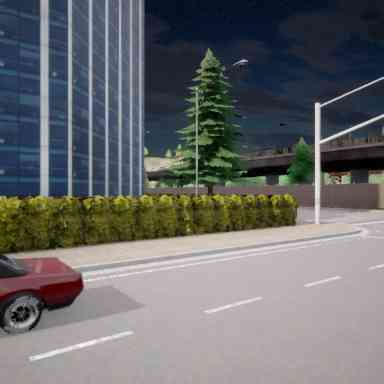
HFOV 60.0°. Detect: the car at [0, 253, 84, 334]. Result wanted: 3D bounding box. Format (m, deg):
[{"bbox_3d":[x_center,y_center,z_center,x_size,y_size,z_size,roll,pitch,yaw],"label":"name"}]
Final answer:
[{"bbox_3d":[-4.308,1.601,5.195,4.718,1.301,1.895,0,0,-35],"label":"car"}]
